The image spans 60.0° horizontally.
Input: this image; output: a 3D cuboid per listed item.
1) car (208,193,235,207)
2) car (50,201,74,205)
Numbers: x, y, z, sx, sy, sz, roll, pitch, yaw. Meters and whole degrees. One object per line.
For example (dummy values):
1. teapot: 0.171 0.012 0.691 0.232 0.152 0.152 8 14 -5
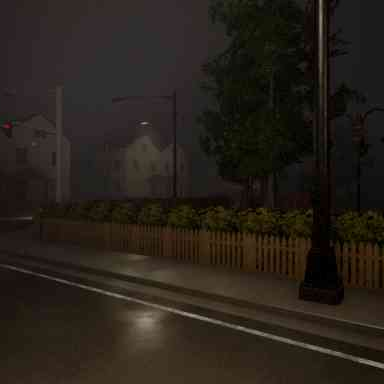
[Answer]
1. car: 4.256 1.221 48.838 2.150 2.045 5.566 0 0 35
2. car: -12.318 1.564 31.448 1.994 1.385 4.181 0 0 35
